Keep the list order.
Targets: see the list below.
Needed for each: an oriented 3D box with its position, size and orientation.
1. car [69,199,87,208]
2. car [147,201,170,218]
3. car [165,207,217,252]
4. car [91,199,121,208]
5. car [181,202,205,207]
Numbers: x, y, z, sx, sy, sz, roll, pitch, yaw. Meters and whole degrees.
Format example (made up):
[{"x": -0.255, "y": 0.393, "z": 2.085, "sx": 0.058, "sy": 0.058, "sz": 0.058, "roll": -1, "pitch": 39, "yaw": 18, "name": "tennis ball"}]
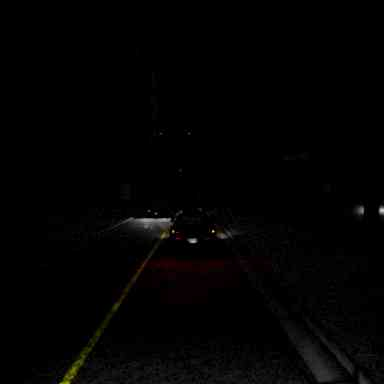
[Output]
[{"x": -19.890, "y": 1.914, "z": 55.465, "sx": 4.507, "sy": 1.381, "sz": 1.887, "roll": -1, "pitch": 0, "yaw": 0, "name": "car"}, {"x": -3.100, "y": 1.616, "z": 31.188, "sx": 1.812, "sy": 1.442, "sz": 4.674, "roll": 0, "pitch": 0, "yaw": 0, "name": "car"}, {"x": 0.059, "y": 1.570, "z": 14.005, "sx": 1.812, "sy": 1.442, "sz": 4.674, "roll": 0, "pitch": -1, "yaw": 1, "name": "car"}, {"x": -14.436, "y": 1.841, "z": 55.500, "sx": 4.829, "sy": 1.417, "sz": 1.752, "roll": -1, "pitch": 0, "yaw": 0, "name": "car"}, {"x": 0.046, "y": 1.576, "z": 28.785, "sx": 2.128, "sy": 1.511, "sz": 4.902, "roll": 0, "pitch": 0, "yaw": 0, "name": "car"}]
